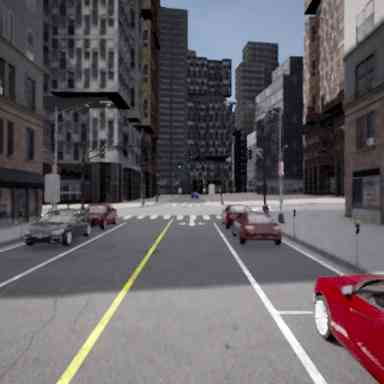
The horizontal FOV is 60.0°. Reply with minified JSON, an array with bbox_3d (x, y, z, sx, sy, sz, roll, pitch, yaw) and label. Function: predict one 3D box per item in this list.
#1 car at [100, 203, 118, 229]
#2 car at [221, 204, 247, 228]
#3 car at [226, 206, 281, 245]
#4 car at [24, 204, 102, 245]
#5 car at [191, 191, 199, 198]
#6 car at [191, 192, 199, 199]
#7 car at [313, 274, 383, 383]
[{"bbox_3d":[-5.756,1.419,20.383,1.887,1.381,4.507,1,0,0],"label":"car"},{"bbox_3d":[2.770,1.418,20.384,1.887,1.381,4.507,1,0,0],"label":"car"},{"bbox_3d":[2.770,1.491,14.775,1.802,1.307,4.206,1,0,0],"label":"car"},{"bbox_3d":[-5.755,1.460,14.775,2.008,1.369,4.403,1,0,0],"label":"car"},{"bbox_3d":[0.870,0.710,94.615,2.097,1.767,4.553,0,0,1],"label":"car"},{"bbox_3d":[0.707,1.000,84.193,1.882,1.535,5.008,0,0,1],"label":"car"},{"bbox_3d":[2.772,1.522,3.556,1.887,1.381,4.507,1,0,0],"label":"car"}]
